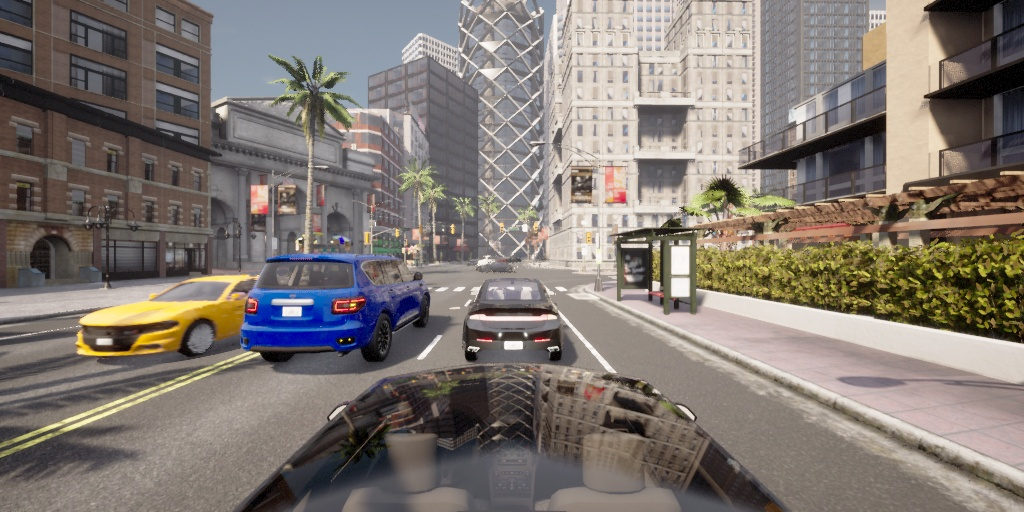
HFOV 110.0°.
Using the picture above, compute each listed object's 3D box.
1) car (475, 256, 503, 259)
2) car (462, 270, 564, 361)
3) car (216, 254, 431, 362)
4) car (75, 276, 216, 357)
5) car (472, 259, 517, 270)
[{"bbox_3d":[-3.688,0.971,56.205,2.150,2.045,5.566,-1,0,-19],"label":"car"},{"bbox_3d":[0.015,1.242,8.266,2.128,1.511,4.902,0,0,0],"label":"car"},{"bbox_3d":[-3.487,0.971,8.353,2.150,2.045,5.566,0,0,0],"label":"car"},{"bbox_3d":[-7.148,1.227,8.768,1.882,1.535,5.008,0,0,-1],"label":"car"},{"bbox_3d":[-2.050,1.314,41.720,4.181,1.385,1.994,0,0,-29],"label":"car"}]
